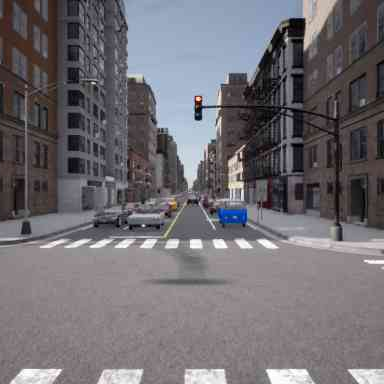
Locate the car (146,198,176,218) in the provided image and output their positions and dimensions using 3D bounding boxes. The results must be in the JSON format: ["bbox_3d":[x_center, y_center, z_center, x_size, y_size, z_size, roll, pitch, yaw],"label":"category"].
[{"bbox_3d":[-2.824,1.562,30.281,1.994,1.385,4.181,0,0,0],"label":"car"}]

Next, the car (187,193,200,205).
[{"bbox_3d":[0.152,1.463,56.855,1.882,1.535,5.008,0,0,0],"label":"car"}]

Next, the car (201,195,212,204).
[{"bbox_3d":[2.683,1.422,62.201,1.967,1.590,4.097,0,0,0],"label":"car"}]

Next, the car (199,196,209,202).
[{"bbox_3d":[2.691,1.524,73.563,2.008,1.369,4.403,0,0,0],"label":"car"}]

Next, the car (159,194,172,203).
[{"bbox_3d":[-5.338,1.292,67.884,2.192,1.841,5.009,0,0,0],"label":"car"}]

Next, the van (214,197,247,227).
[{"bbox_3d":[2.653,1.340,22.432,1.690,1.788,3.998,0,0,0],"label":"van"}]

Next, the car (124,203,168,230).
[{"bbox_3d":[-2.804,1.600,21.136,1.895,1.301,4.718,0,0,-1],"label":"car"}]

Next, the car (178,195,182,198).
[{"bbox_3d":[-2.773,1.591,50.033,1.895,1.301,4.718,0,0,0],"label":"car"}]

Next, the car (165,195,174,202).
[{"bbox_3d":[-5.330,1.409,79.247,1.967,1.590,4.097,0,0,0],"label":"car"}]

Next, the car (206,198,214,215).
[{"bbox_3d":[2.662,1.580,33.794,1.802,1.307,4.206,0,0,0],"label":"car"}]

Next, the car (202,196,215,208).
[{"bbox_3d":[2.670,1.576,45.157,1.802,1.307,4.206,0,0,0],"label":"car"}]

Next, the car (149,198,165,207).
[{"bbox_3d":[-5.350,1.556,50.839,1.947,1.339,4.313,0,0,0],"label":"car"}]

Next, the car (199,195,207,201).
[{"bbox_3d":[2.700,1.530,84.926,1.947,1.339,4.313,0,0,0],"label":"car"}]

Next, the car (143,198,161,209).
[{"bbox_3d":[-5.355,1.519,44.987,1.752,1.417,4.829,0,0,0],"label":"car"}]

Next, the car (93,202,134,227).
[{"bbox_3d":[-5.372,1.550,22.429,2.008,1.369,4.403,0,0,0],"label":"car"}]

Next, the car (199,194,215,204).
[{"bbox_3d":[2.675,1.305,50.839,2.192,1.841,5.009,0,0,0],"label":"car"}]

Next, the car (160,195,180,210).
[{"bbox_3d":[-2.814,1.474,39.927,1.882,1.535,5.008,0,0,0],"label":"car"}]

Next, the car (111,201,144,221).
[{"bbox_3d":[-5.367,1.543,28.111,1.887,1.381,4.507,0,0,0],"label":"car"}]
